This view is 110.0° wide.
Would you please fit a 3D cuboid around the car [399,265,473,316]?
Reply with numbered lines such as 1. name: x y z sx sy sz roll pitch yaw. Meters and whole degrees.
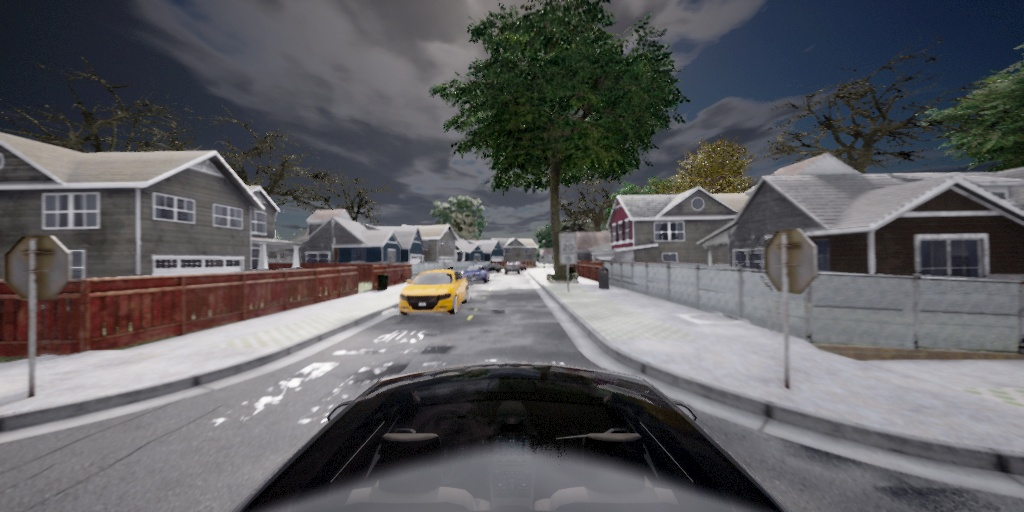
1. car: -2.846 1.269 13.893 1.882 1.535 5.008 -1 0 0

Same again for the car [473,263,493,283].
1. car: -2.809 1.397 28.886 1.812 1.442 4.674 -1 0 0

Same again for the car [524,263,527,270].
1. car: 0.989 1.496 53.828 1.812 1.442 4.674 -1 -1 13

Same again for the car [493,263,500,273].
1. car: -2.495 1.581 47.861 1.895 1.301 4.718 -1 0 4

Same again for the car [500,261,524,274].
1. car: 0.065 1.395 43.604 2.128 1.511 4.902 -1 0 1
